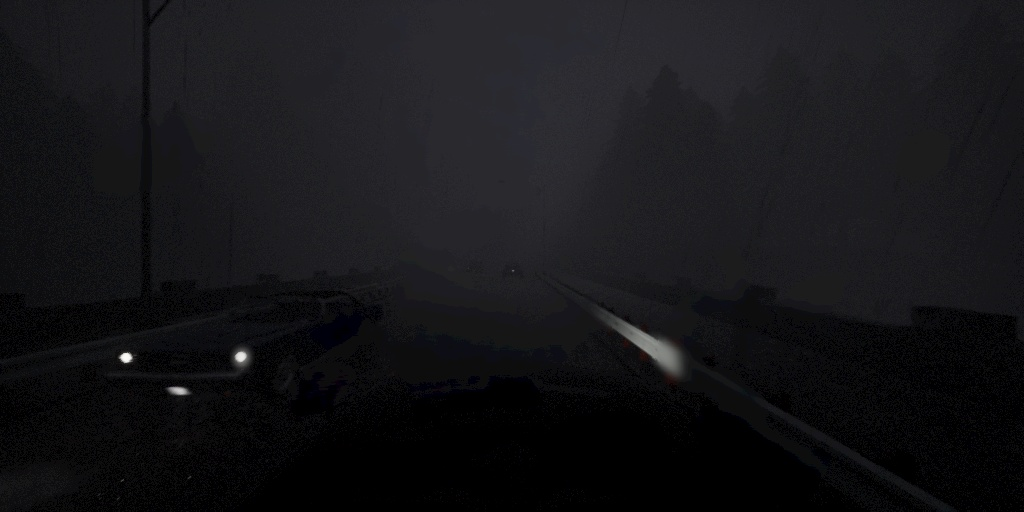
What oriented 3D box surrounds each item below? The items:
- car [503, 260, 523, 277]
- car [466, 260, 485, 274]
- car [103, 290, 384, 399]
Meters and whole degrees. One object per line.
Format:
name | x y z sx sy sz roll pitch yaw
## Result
car | 0.097 1.332 35.097 1.994 1.385 4.181 0 0 0
car | -4.082 1.273 41.127 1.837 1.490 4.892 0 1 0
car | -4.100 1.353 6.619 1.895 1.301 4.718 0 0 0
